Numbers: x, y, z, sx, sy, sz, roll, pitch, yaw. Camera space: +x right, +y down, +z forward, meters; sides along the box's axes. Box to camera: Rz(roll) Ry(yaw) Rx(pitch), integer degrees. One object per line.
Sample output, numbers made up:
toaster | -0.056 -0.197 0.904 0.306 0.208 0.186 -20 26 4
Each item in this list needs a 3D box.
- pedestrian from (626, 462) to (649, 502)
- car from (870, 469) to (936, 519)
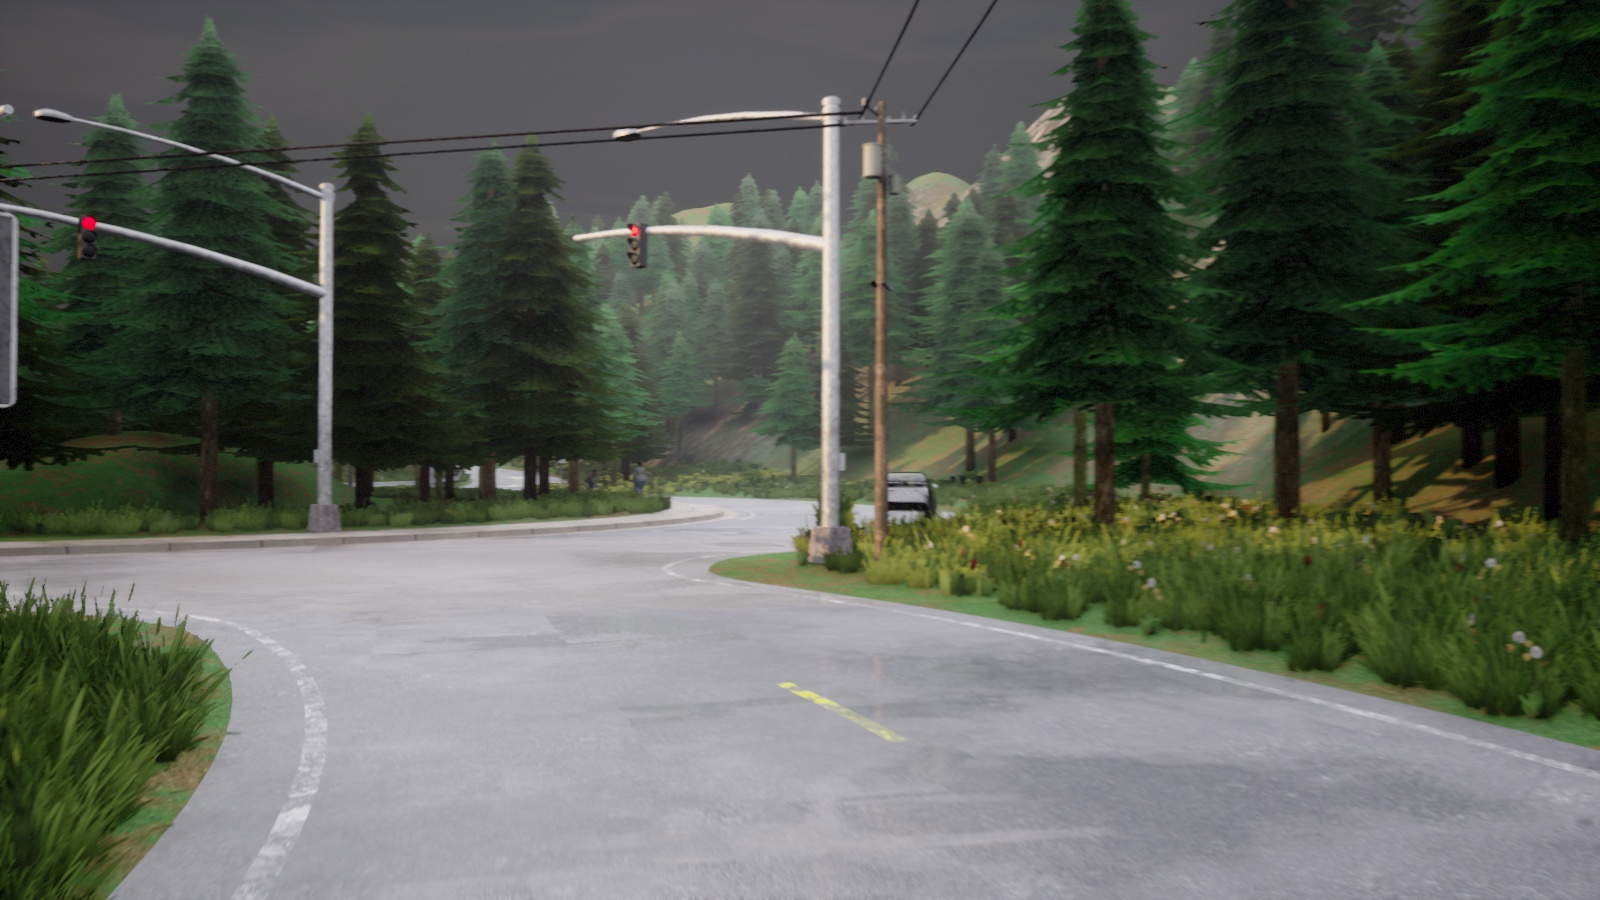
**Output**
pedestrian | -7.616 1.481 58.866 0.874 1.855 0.900 0 -1 -24
car | 3.403 1.400 40.863 2.007 1.525 4.514 0 -1 7
